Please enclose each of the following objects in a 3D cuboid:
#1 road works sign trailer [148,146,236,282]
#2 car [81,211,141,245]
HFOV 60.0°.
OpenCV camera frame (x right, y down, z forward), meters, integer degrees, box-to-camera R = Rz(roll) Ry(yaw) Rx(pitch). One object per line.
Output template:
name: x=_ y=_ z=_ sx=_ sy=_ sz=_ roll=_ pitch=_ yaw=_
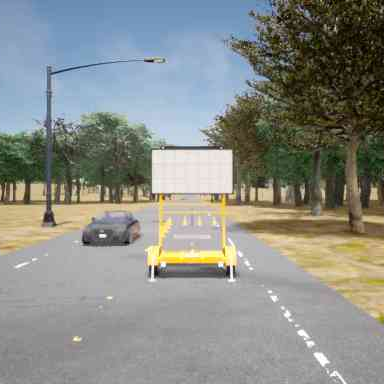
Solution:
road works sign trailer: x=0.007 y=0.468 z=9.769 sx=2.380 sy=3.560 sz=2.880 roll=0 pitch=0 yaw=0
car: x=-3.602 y=1.571 z=15.420 sx=1.994 sy=1.385 sz=4.181 roll=0 pitch=0 yaw=0
